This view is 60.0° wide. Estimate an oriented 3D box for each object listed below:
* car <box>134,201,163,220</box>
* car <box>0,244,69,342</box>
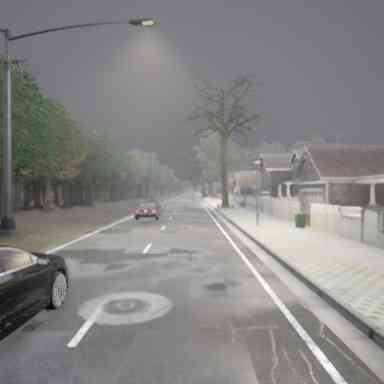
[{"bbox_3d":[-3.411,1.455,26.896,2.033,1.411,5.357,0,0,0],"label":"car"},{"bbox_3d":[-3.413,1.478,4.836,2.128,1.511,4.902,0,0,0],"label":"car"}]
